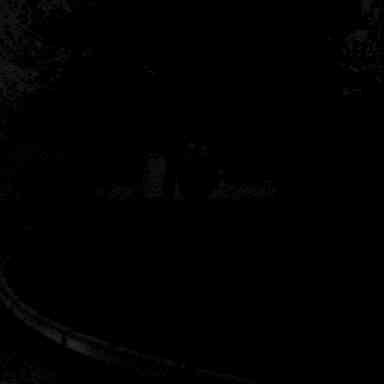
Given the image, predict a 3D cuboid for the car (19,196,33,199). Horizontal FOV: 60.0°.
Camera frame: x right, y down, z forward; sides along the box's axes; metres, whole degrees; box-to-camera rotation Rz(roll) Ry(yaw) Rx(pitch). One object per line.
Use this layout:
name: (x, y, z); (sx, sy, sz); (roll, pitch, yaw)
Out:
car: (-28.010, 0.134, 56.213); (2.150, 2.045, 5.566); (-2, 2, -26)

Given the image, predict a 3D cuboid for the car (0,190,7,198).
car: (-33.901, 0.322, 58.634); (4.902, 1.511, 2.128); (2, 2, 36)
